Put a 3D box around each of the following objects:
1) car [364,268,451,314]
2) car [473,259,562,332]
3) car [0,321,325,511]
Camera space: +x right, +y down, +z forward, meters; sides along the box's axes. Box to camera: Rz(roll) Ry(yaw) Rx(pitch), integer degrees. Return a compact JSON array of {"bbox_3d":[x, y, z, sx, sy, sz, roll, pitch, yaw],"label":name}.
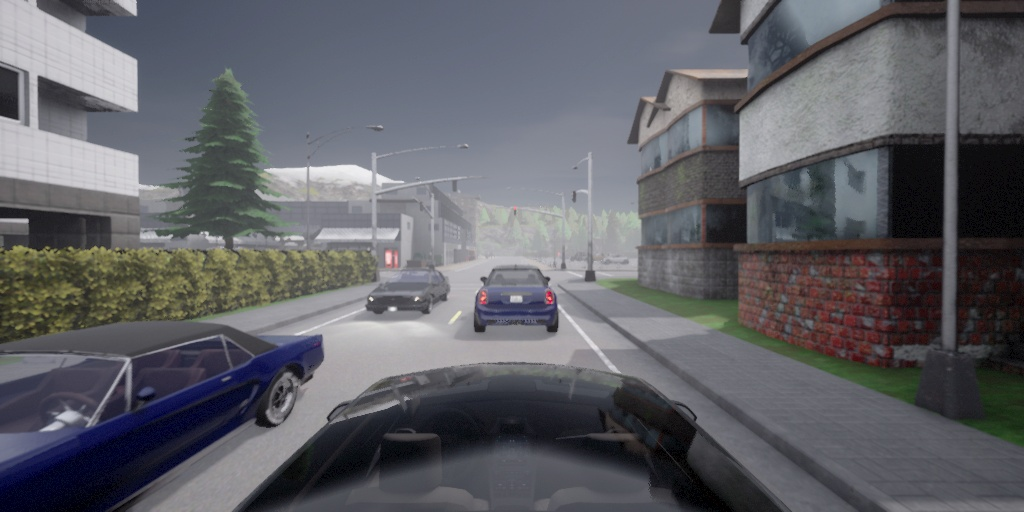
[{"bbox_3d":[-3.544,1.173,13.364,2.033,1.411,5.357,0,1,1],"label":"car"},{"bbox_3d":[0.101,1.007,10.587,2.097,1.767,4.553,0,1,0],"label":"car"},{"bbox_3d":[-3.592,1.338,2.862,1.895,1.301,4.718,0,1,0],"label":"car"}]
